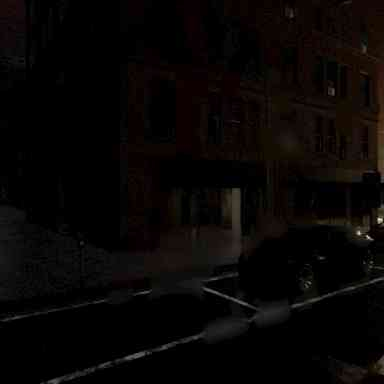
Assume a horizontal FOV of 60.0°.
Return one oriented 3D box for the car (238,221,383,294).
[{"bbox_3d":[3.175,1.566,8.809,4.313,1.339,1.947,0,0,-36],"label":"car"}]
